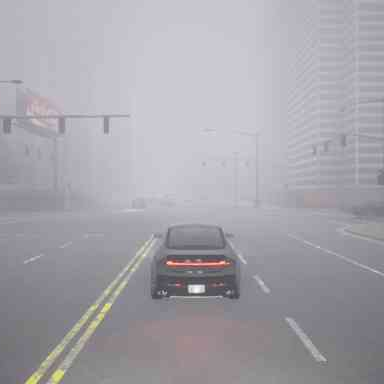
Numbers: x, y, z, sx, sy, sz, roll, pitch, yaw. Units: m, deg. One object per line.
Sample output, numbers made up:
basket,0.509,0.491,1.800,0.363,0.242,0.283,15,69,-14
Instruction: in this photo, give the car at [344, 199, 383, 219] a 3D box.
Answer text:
car,16.132,1.477,28.435,5.008,1.535,1.882,0,0,-1

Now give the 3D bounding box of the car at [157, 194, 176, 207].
car,-3.927,1.526,51.699,1.812,1.442,4.674,0,0,0

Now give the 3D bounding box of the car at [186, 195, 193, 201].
car,-0.602,1.524,88.664,1.812,1.442,4.674,0,0,0

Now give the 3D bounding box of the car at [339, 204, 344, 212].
car,18.438,1.478,35.660,5.008,1.535,1.882,0,0,-1

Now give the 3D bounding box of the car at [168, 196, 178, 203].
car,-3.983,1.595,71.324,1.895,1.301,4.718,0,0,0

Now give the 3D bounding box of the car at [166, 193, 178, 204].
car,-3.977,1.221,61.278,2.150,2.045,5.566,0,0,0

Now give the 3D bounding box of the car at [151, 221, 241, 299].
car,0.054,1.505,8.443,1.837,1.490,4.892,0,0,-1

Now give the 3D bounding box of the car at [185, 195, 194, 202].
car,-0.492,1.595,72.990,1.895,1.301,4.718,0,0,0

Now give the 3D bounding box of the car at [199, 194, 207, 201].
car,2.897,1.355,88.700,2.097,1.767,4.553,0,0,0

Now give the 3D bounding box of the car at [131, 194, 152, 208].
car,-7.424,1.491,47.721,2.128,1.511,4.902,0,0,0

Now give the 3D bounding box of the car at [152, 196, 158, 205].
car,-7.466,1.601,56.985,1.895,1.301,4.718,0,0,0
